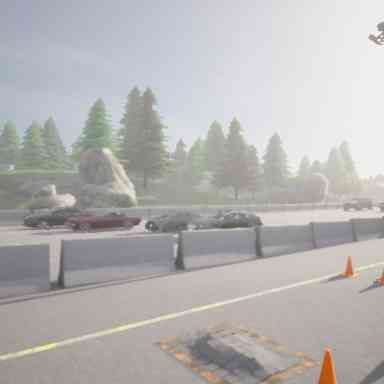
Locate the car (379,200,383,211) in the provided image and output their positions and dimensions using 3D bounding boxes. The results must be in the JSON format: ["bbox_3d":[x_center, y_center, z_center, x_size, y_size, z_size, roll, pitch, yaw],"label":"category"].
[{"bbox_3d":[28.849,1.682,47.369,5.566,2.045,2.150,0,-1,-36],"label":"car"}]

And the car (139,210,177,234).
[{"bbox_3d":[-0.860,1.846,21.252,4.181,1.385,1.994,0,-1,-36],"label":"car"}]

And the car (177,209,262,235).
[{"bbox_3d":[1.905,1.745,18.942,4.902,1.511,2.128,0,-1,-36],"label":"car"}]

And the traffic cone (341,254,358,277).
[{"bbox_3d":[4.548,2.097,9.583,0.340,0.580,0.340,0,-1,-34],"label":"traffic cone"}]

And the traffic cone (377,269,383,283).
[{"bbox_3d":[5.139,2.088,8.785,0.340,0.580,0.340,0,-1,-35],"label":"traffic cone"}]

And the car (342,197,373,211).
[{"bbox_3d":[24.094,1.707,48.240,5.566,2.045,2.150,0,-1,-36],"label":"car"}]

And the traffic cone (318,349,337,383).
[{"bbox_3d":[1.484,2.014,3.629,0.340,0.580,0.340,1,-1,-36],"label":"traffic cone"}]

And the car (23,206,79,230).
[{"bbox_3d":[-9.331,1.813,23.714,4.892,1.490,1.837,1,-1,-36],"label":"car"}]

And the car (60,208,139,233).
[{"bbox_3d":[-5.819,1.890,21.951,4.718,1.301,1.895,1,-1,-36],"label":"car"}]
